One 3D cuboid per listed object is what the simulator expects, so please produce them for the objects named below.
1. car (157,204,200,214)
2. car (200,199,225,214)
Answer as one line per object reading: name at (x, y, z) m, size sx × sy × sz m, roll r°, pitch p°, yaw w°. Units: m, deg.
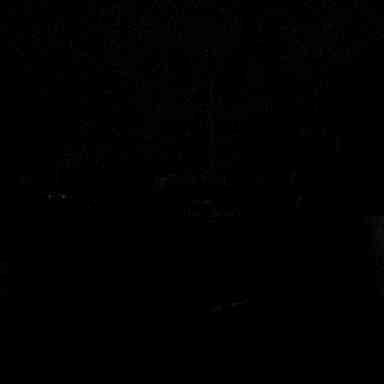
car at (-1.740, 1.469, 33.830) m, size 1.837 × 1.490 × 4.892 m, roll 0°, pitch 0°, yaw -39°
car at (1.432, 1.483, 35.471) m, size 1.812 × 1.442 × 4.674 m, roll 0°, pitch 0°, yaw -39°
